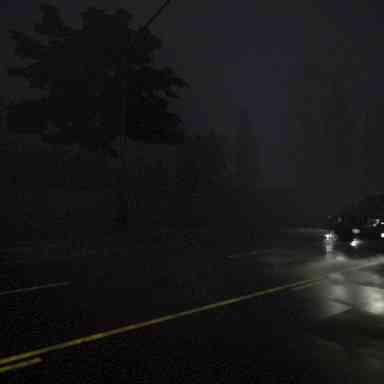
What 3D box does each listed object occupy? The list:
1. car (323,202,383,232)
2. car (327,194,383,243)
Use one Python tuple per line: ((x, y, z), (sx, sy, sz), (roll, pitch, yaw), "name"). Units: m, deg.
((9.914, 1.403, 19.664), (4.674, 1.442, 1.812), (0, 0, -35), "car")
((8.553, 1.125, 14.395), (5.566, 2.045, 2.150), (0, 0, -35), "car")
